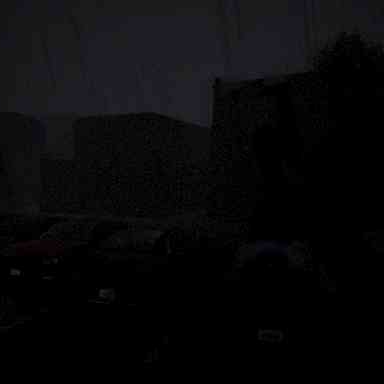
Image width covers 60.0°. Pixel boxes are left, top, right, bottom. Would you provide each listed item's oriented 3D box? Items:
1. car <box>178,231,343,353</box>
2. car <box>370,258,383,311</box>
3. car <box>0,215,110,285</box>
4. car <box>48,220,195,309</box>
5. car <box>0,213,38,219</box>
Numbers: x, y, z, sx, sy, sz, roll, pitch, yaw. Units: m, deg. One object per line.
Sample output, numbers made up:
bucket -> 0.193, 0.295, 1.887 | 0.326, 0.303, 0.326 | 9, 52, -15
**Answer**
car -> 1.578, 1.488, 6.312 | 2.231, 1.521, 4.892 | 0, -1, 16
car -> 3.973, 1.465, 4.612 | 2.097, 1.535, 5.008 | 0, -1, 15
car -> -3.198, 1.531, 9.720 | 2.097, 1.535, 5.008 | 0, -1, 15
car -> -0.811, 1.510, 8.013 | 2.231, 1.521, 4.892 | 0, -1, 15
car -> -5.608, 1.582, 11.381 | 2.163, 1.488, 4.792 | 0, -1, 15
